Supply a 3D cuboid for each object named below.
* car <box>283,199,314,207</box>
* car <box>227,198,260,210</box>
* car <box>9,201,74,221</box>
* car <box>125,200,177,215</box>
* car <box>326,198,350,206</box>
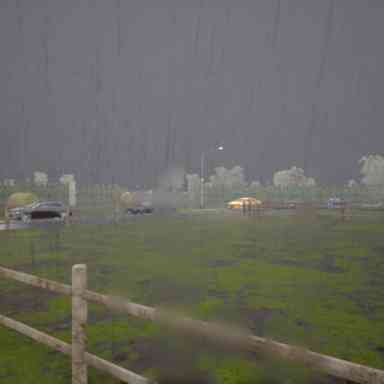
[{"bbox_3d":[14.478,1.647,45.084,4.718,1.301,1.895,0,0,-37],"label":"car"},{"bbox_3d":[6.590,1.497,42.453,5.008,1.535,1.882,0,0,-39],"label":"car"},{"bbox_3d":[-11.672,1.483,25.904,2.128,1.511,4.902,1,0,44],"label":"car"},{"bbox_3d":[-4.028,1.552,33.266,5.357,1.411,2.033,0,0,-43],"label":"car"},{"bbox_3d":[22.394,1.585,51.108,4.674,1.442,1.812,0,0,-36],"label":"car"}]
